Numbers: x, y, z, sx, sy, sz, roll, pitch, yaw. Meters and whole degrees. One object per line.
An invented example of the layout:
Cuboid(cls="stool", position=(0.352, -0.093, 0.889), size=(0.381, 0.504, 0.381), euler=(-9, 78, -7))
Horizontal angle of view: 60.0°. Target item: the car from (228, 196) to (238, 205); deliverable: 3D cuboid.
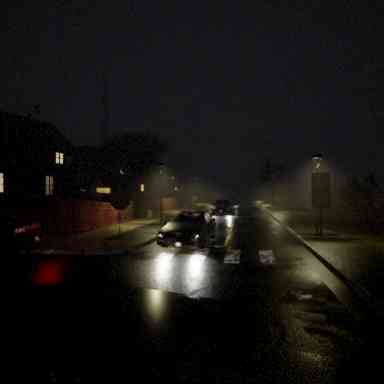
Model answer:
Cuboid(cls="car", position=(7.021, 1.423, 58.591), size=(1.837, 1.490, 4.892), euler=(0, 0, 9))

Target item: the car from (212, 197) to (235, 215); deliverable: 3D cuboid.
Cuboid(cls="car", position=(3.042, 1.499, 33.273), size=(1.812, 1.442, 4.674), euler=(0, 0, 9))

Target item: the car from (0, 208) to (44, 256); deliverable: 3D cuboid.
Cuboid(cls="car", position=(-6.939, 1.050, 9.555), size=(5.008, 1.535, 1.882), euler=(3, 1, -2))

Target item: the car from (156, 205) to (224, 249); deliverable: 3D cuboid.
Cuboid(cls="car", position=(0.003, 1.541, 14.894), size=(2.033, 1.411, 5.357), euler=(0, 0, 11))
